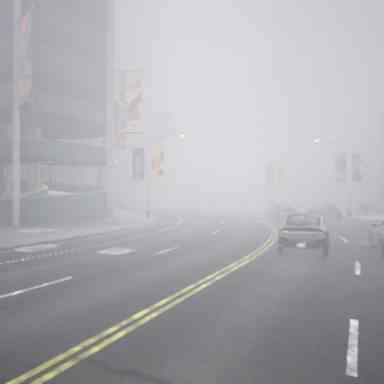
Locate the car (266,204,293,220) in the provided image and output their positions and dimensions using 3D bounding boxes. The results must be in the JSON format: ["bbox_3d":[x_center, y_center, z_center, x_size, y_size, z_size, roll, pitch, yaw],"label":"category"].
[{"bbox_3d":[7.735,1.807,28.951,2.128,1.511,4.902,0,0,0],"label":"car"}]

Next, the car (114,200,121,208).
[{"bbox_3d":[-15.330,2.143,58.195,4.892,1.490,1.837,-1,-1,33],"label":"car"}]

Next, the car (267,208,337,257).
[{"bbox_3d":[4.659,1.642,13.715,2.128,1.511,4.902,0,-1,22],"label":"car"}]

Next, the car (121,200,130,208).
[{"bbox_3d":[-13.658,2.161,61.278,4.902,1.511,2.128,-1,-1,33],"label":"car"}]

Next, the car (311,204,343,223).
[{"bbox_3d":[11.232,1.804,28.750,2.128,1.511,4.902,0,0,0],"label":"car"}]

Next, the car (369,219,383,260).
[{"bbox_3d":[7.974,1.662,12.601,1.812,1.442,4.674,0,0,21],"label":"car"}]
